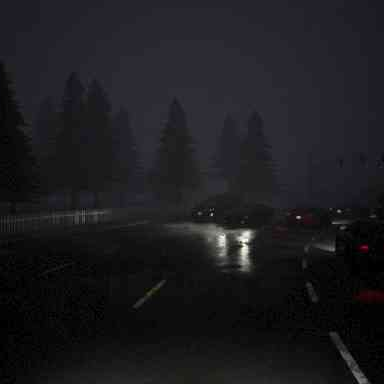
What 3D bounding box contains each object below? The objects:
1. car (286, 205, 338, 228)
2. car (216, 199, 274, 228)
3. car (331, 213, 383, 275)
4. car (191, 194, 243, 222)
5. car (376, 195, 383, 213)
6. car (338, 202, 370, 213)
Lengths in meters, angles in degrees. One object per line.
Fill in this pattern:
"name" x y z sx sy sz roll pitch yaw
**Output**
"car" 7.874 1.549 22.161 1.994 1.385 4.181 0 0 39
"car" 3.927 1.462 22.641 1.882 1.535 5.008 0 0 35
"car" 5.634 1.557 10.175 1.994 1.385 4.181 0 0 18
"car" 2.244 1.204 26.357 2.150 2.045 5.566 0 0 38
"car" 16.265 1.204 25.749 5.566 2.045 2.150 0 0 -40
"car" 13.502 1.545 28.401 4.181 1.385 1.994 0 0 -41
